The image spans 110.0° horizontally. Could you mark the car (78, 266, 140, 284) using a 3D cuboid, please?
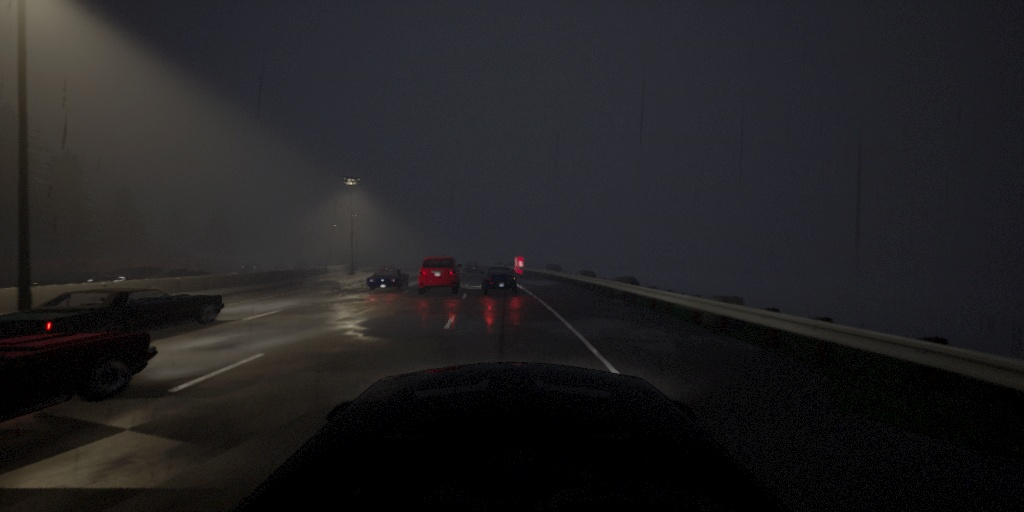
[{"bbox_3d":[-26.287,1.494,24.826,2.097,1.767,4.553,-1,0,-8],"label":"car"}]

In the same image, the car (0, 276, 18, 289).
[{"bbox_3d":[-32.855,1.750,21.361,1.812,1.442,4.674,-1,0,-7],"label":"car"}]

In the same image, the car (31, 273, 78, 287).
[{"bbox_3d":[-29.813,1.791,24.934,1.895,1.301,4.718,-1,0,-9],"label":"car"}]

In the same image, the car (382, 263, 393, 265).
[{"bbox_3d":[-16.694,1.621,48.086,1.994,1.385,4.181,-1,0,-17],"label":"car"}]

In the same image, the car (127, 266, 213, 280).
[{"bbox_3d":[-22.695,1.586,24.485,2.128,1.511,4.902,-1,0,-8],"label":"car"}]

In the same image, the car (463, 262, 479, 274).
[{"bbox_3d":[-5.182,1.463,45.576,1.994,1.385,4.181,-1,0,-15],"label":"car"}]

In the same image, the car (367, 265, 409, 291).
[{"bbox_3d":[-7.970,1.497,23.532,1.895,1.301,4.718,-1,0,-8],"label":"car"}]

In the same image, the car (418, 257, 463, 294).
[{"bbox_3d":[-4.253,1.065,21.493,2.150,2.045,5.566,0,0,-7],"label":"car"}]

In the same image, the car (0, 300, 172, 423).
[{"bbox_3d":[-6.722,1.444,3.679,1.895,1.301,4.718,-1,0,0],"label":"car"}]

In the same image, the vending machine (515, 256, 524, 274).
[{"bbox_3d":[0.895,1.005,41.132,1.100,2.100,0.880,0,0,-12],"label":"vending machine"}]

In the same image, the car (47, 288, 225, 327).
[{"bbox_3d":[-10.335,1.503,9.675,1.895,1.301,4.718,-1,0,-3],"label":"car"}]

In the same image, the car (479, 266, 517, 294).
[{"bbox_3d":[-0.812,1.321,20.901,1.812,1.442,4.674,0,0,-7],"label":"car"}]
